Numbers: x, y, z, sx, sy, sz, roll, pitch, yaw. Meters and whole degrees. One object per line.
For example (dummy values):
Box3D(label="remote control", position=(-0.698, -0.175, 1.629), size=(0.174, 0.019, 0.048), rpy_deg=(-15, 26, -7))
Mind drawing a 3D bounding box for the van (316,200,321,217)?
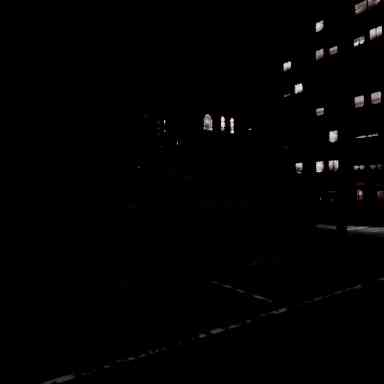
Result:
Box3D(label="van", position=(10.558, 1.646, 32.580), size=(1.690, 1.788, 3.998), rpy_deg=(-1, 0, -36))
